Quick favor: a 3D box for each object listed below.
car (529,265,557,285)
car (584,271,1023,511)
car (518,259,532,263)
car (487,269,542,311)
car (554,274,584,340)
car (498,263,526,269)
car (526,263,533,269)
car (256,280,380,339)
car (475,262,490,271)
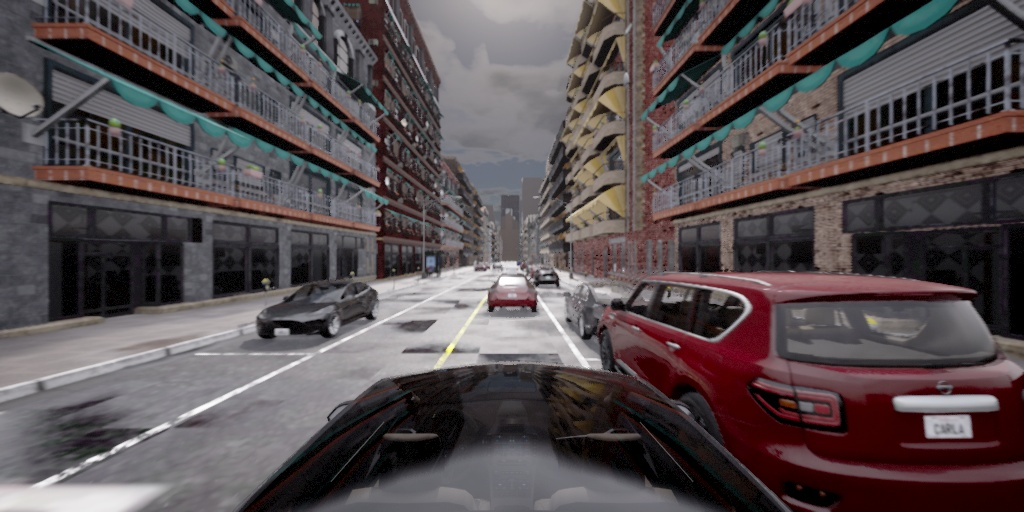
[{"bbox_3d":[2.537,1.570,27.105,1.948,1.339,4.313,0,0,0],"label":"car"},{"bbox_3d":[2.532,1.092,4.449,2.192,1.841,5.009,0,0,0],"label":"car"},{"bbox_3d":[2.568,1.670,61.089,2.192,1.841,5.009,0,0,0],"label":"car"},{"bbox_3d":[0.028,1.450,15.298,1.994,1.385,4.181,0,0,0],"label":"car"},{"bbox_3d":[2.533,1.384,10.113,2.007,1.370,4.403,0,0,0],"label":"car"},{"bbox_3d":[0.034,1.567,30.759,1.812,1.442,4.674,0,0,1],"label":"car"},{"bbox_3d":[2.539,1.607,32.769,1.888,1.381,4.507,0,0,0],"label":"car"},{"bbox_3d":[-5.314,1.403,10.468,1.948,1.339,4.313,0,0,0],"label":"car"},{"bbox_3d":[-5.301,1.797,61.325,1.967,1.591,4.097,0,0,0],"label":"car"}]
